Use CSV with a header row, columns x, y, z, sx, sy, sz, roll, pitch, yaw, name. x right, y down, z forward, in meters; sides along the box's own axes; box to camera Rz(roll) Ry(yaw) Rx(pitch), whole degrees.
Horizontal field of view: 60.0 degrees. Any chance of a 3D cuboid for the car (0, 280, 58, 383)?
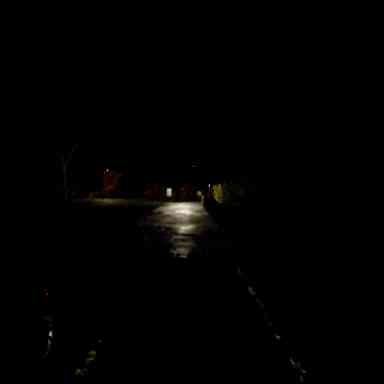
x,y,z,sx,sy,sz,roll,pitch,yaw,name
-2.852,1.564,2.931,1.994,1.385,4.181,0,0,0,car
